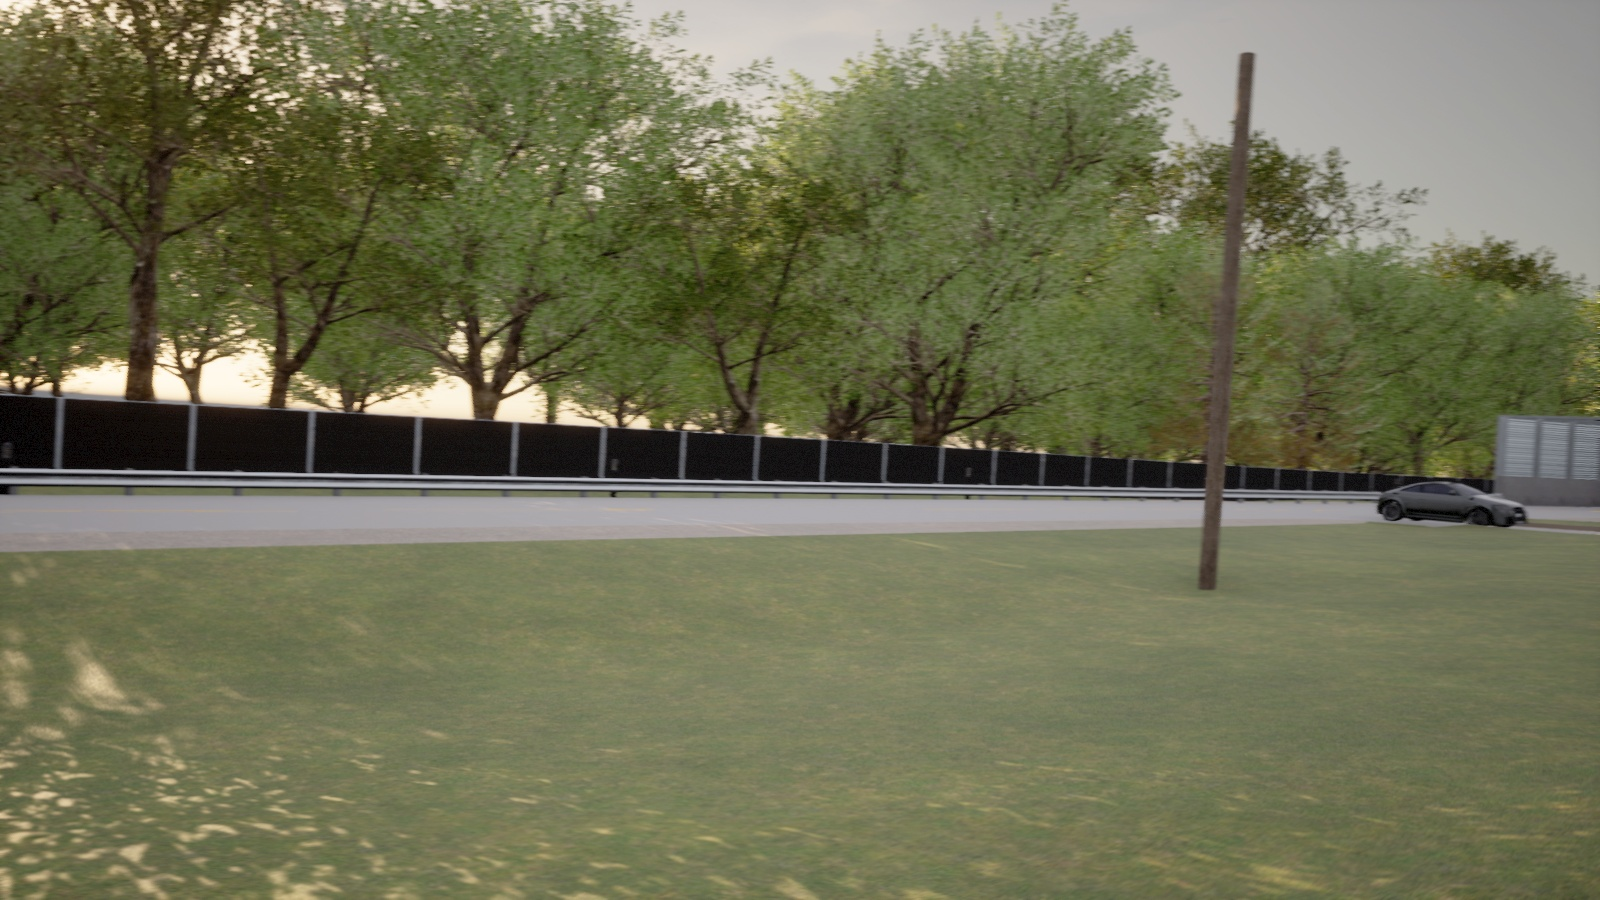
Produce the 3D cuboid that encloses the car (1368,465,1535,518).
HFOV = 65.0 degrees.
[{"bbox_3d":[20.409,1.251,39.472,1.994,1.385,4.181,0,2,-40],"label":"car"}]
